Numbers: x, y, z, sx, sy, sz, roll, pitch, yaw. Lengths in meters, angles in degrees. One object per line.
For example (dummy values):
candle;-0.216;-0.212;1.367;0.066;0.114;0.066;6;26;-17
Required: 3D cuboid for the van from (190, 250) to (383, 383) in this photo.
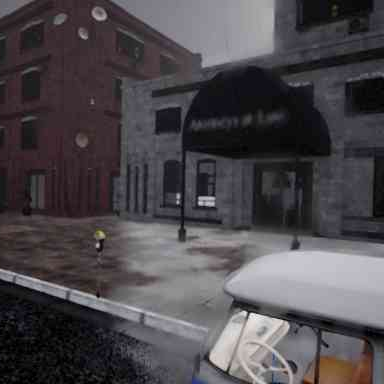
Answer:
van;1.797;1.356;1.623;3.998;1.788;1.690;1;1;34
